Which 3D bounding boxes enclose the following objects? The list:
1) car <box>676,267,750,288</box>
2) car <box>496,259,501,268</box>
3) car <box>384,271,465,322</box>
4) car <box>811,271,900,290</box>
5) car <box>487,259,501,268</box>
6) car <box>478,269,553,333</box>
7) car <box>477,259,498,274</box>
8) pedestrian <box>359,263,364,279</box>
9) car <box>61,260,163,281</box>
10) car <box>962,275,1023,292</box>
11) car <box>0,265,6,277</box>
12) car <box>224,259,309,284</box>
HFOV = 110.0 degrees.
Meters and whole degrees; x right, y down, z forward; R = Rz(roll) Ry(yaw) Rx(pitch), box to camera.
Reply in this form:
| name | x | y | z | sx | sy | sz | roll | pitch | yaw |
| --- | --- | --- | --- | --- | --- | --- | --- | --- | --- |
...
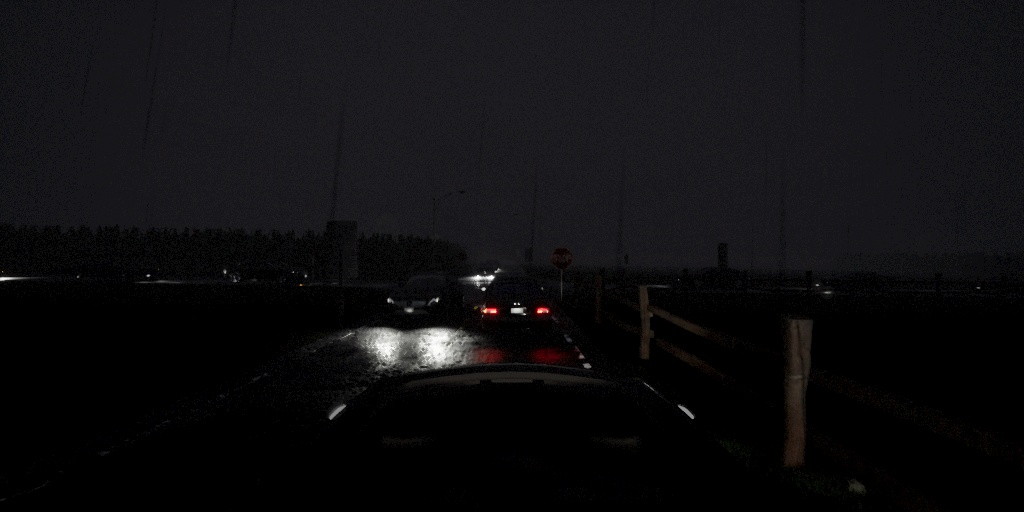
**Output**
| name | x | y | z | sx | sy | sz | roll | pitch | yaw |
| --- | --- | --- | --- | --- | --- | --- | --- | --- | --- |
| car | 14.613 | 1.559 | 26.222 | 4.892 | 1.490 | 1.837 | 1 | -1 | 0 |
| car | -2.937 | 1.305 | 50.359 | 2.033 | 1.411 | 5.357 | 0 | 0 | 0 |
| car | -2.830 | 1.277 | 12.552 | 1.812 | 1.442 | 4.674 | 0 | 0 | 3 |
| car | 25.022 | 1.788 | 26.275 | 5.357 | 1.411 | 2.033 | 1 | -1 | 0 |
| car | -2.942 | 1.250 | 60.488 | 2.128 | 1.511 | 4.902 | 0 | 0 | 0 |
| car | 0.047 | 1.299 | 10.723 | 2.033 | 1.411 | 5.357 | 0 | 0 | -1 |
| car | -2.919 | 1.357 | 40.514 | 1.895 | 1.301 | 4.718 | 0 | 0 | 0 |
| pedestrian | -12.223 | 1.170 | 29.119 | 0.375 | 1.300 | 0.375 | 0 | -2 | 0 |
| car | -25.606 | 0.911 | 23.080 | 4.718 | 1.301 | 1.895 | 1 | -1 | 0 |
| car | 36.434 | 2.047 | 26.316 | 4.718 | 1.301 | 1.895 | 1 | -1 | 0 |
| car | -35.627 | 0.698 | 23.039 | 4.181 | 1.385 | 1.994 | 1 | -1 | 0 |
| car | -15.697 | 0.978 | 23.090 | 4.902 | 1.511 | 2.128 | 1 | -1 | 1 |
